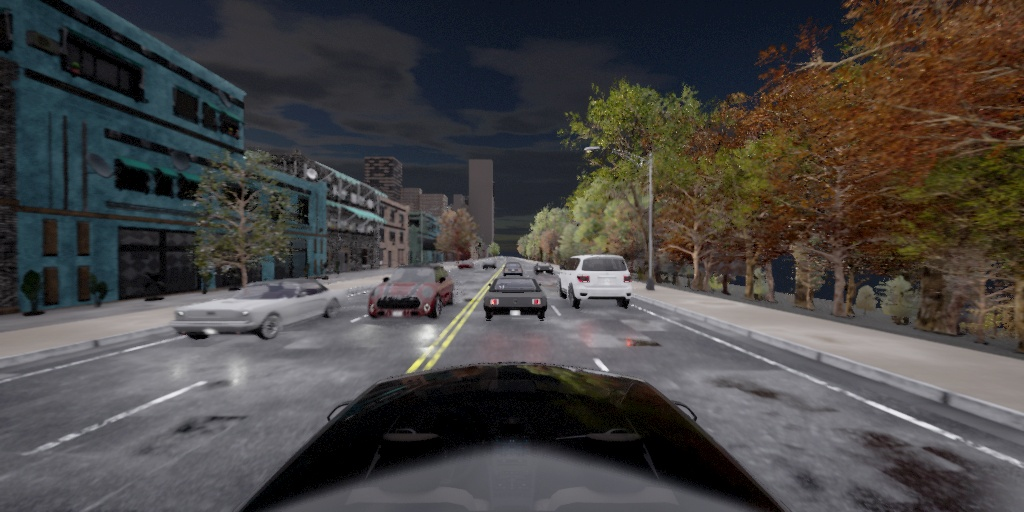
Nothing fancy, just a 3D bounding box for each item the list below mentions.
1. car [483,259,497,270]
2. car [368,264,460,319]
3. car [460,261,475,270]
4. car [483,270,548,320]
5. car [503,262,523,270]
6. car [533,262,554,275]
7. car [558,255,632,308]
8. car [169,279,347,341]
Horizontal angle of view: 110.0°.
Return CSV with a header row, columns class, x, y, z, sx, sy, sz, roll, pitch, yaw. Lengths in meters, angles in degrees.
class,x,y,z,sx,sy,sz,roll,pitch,yaw
car,-3.324,1.223,53.809,1.882,1.535,5.008,0,0,0
car,-3.352,1.101,12.751,2.097,1.767,4.553,0,0,0
car,-6.582,1.347,51.811,1.895,1.301,4.718,0,0,0
car,0.098,1.350,12.549,1.895,1.301,4.718,0,0,0
car,0.097,1.295,33.912,2.033,1.411,5.357,0,0,0
car,3.345,1.348,38.965,1.895,1.301,4.718,0,0,0
car,3.348,0.971,15.325,2.150,2.045,5.566,0,0,0
car,-6.602,1.350,10.063,1.895,1.301,4.718,0,0,0
